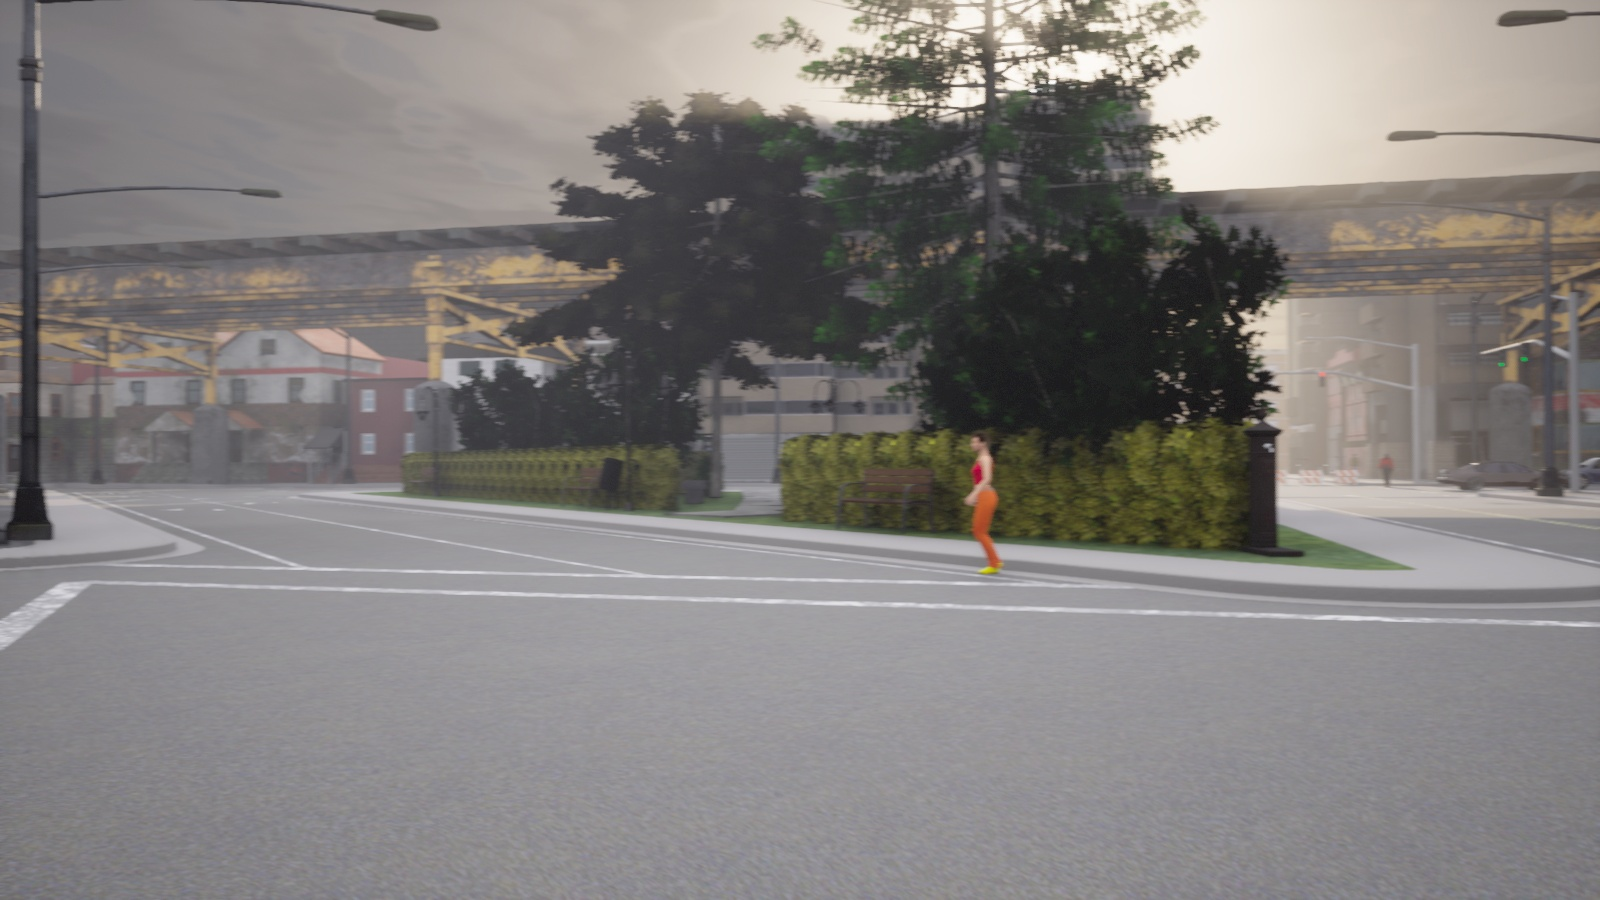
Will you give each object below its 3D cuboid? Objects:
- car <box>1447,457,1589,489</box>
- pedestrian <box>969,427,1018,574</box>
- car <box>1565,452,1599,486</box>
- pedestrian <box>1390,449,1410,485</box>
[{"bbox_3d":[33.374,1.065,58.512,5.357,1.411,2.033,-1,-1,13],"label":"car"},{"bbox_3d":[2.439,0.634,15.869,0.594,1.836,0.345,-1,-1,7],"label":"pedestrian"},{"bbox_3d":[39.546,0.881,60.668,3.988,1.617,1.851,-1,-1,13],"label":"car"},{"bbox_3d":[30.949,0.896,64.783,0.634,1.844,0.899,-1,-1,44],"label":"pedestrian"}]
